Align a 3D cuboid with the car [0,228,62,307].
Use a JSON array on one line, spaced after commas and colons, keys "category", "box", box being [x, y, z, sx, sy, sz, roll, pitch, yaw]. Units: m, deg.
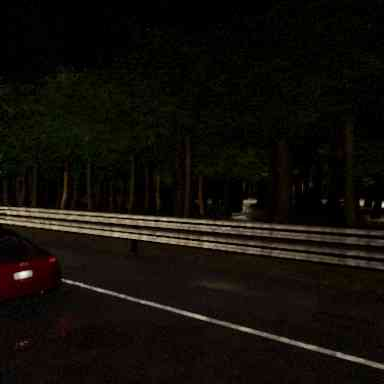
[{"category": "car", "box": [-4.807, 1.517, 7.422, 4.181, 1.385, 1.994, 0, 0, 36]}]
